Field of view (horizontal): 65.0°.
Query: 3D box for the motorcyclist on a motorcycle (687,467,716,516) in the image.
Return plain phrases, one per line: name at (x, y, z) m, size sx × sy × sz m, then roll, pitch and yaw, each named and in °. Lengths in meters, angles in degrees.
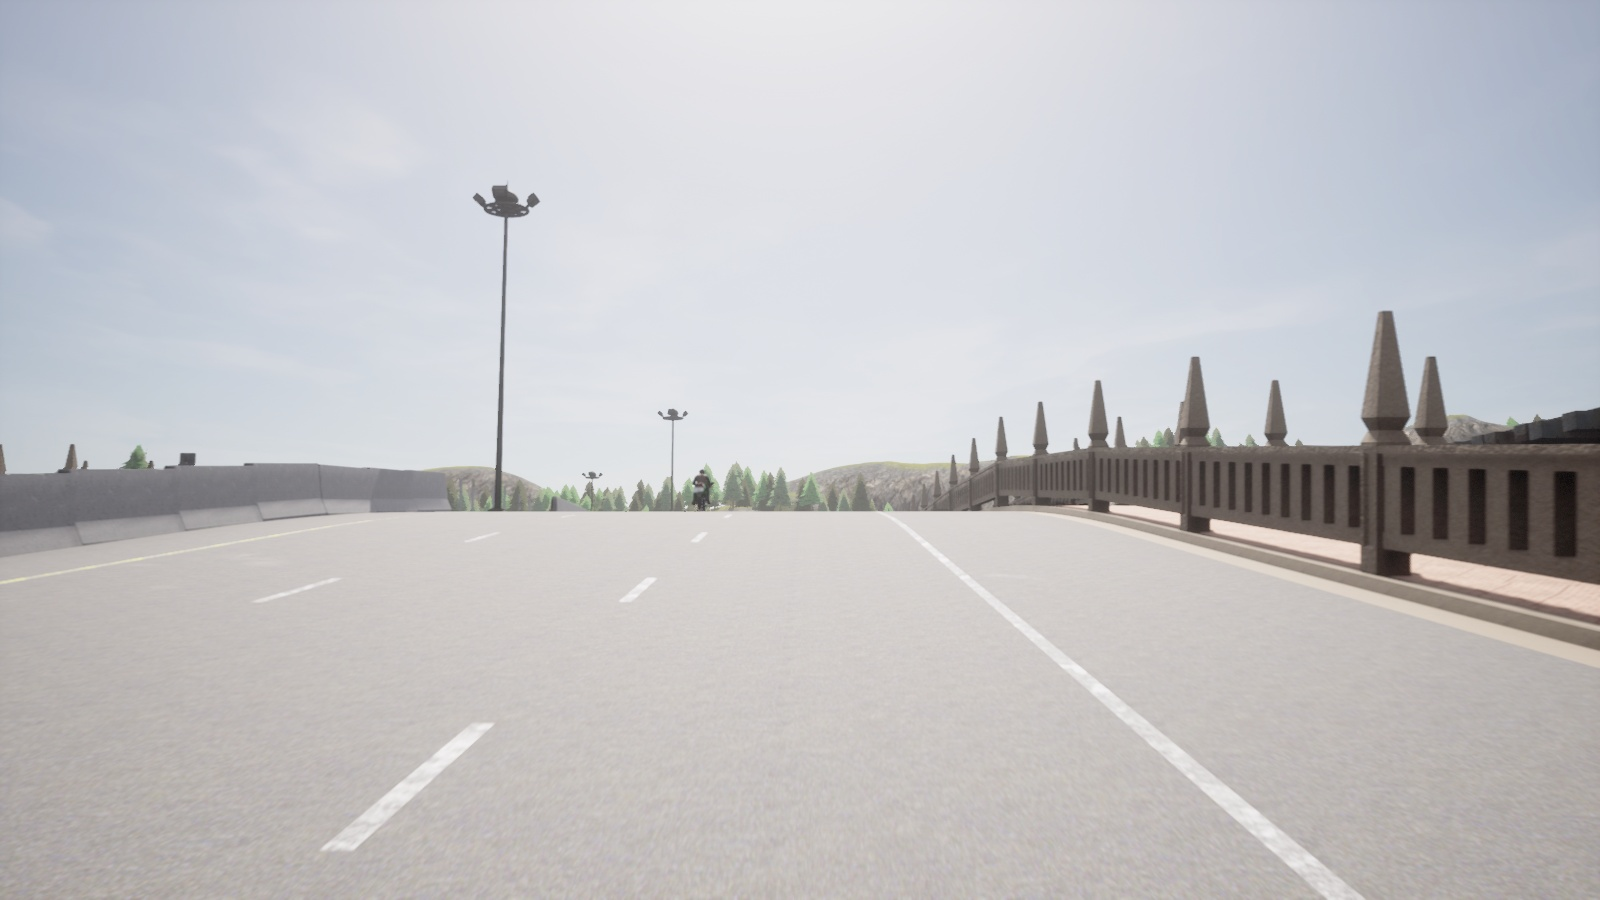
motorcyclist on a motorcycle at (-3.245, 1.383, 41.605) m, size 0.797 × 1.523 × 2.044 m, roll 0°, pitch -5°, yaw 0°
